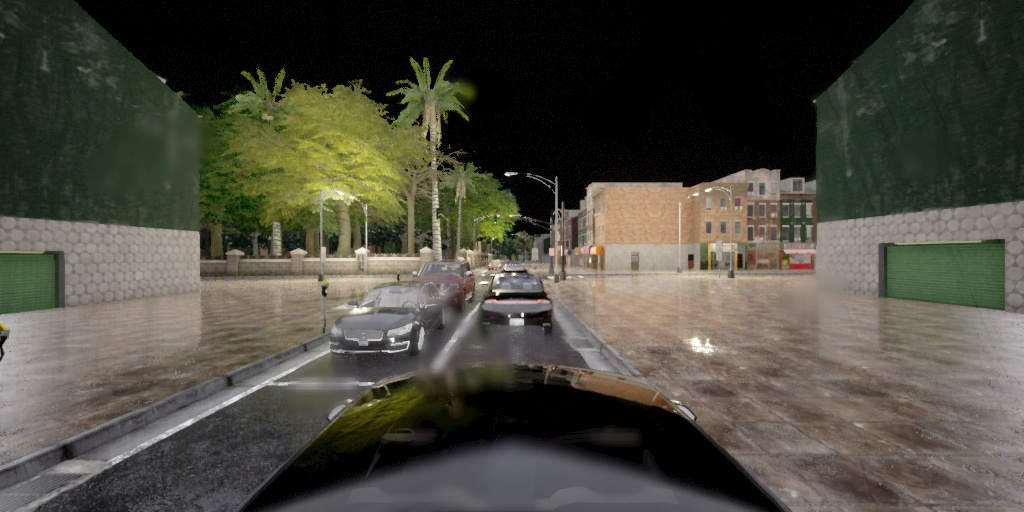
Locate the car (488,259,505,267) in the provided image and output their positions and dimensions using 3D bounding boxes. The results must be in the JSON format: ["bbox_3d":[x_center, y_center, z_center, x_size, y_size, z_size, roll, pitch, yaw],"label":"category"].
[{"bbox_3d":[-2.411,1.295,52.117,1.967,1.591,4.097,0,0,0],"label":"car"}]

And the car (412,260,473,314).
[{"bbox_3d":[-2.585,1.069,13.971,2.192,1.841,5.009,0,0,0],"label":"car"}]

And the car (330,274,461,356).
[{"bbox_3d":[-2.610,1.301,8.508,2.007,1.370,4.403,0,0,0],"label":"car"}]

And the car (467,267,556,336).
[{"bbox_3d":[0.134,1.244,10.374,2.128,1.511,4.902,0,0,0],"label":"car"}]

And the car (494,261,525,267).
[{"bbox_3d":[0.136,1.258,23.455,2.128,1.511,4.902,0,0,-1],"label":"car"}]
